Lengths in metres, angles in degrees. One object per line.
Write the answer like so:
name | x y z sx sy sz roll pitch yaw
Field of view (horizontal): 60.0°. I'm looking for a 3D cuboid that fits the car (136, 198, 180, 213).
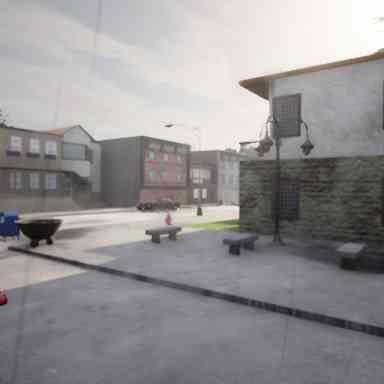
car | -3.315 1.300 32.926 1.895 1.301 4.718 1 1 35
